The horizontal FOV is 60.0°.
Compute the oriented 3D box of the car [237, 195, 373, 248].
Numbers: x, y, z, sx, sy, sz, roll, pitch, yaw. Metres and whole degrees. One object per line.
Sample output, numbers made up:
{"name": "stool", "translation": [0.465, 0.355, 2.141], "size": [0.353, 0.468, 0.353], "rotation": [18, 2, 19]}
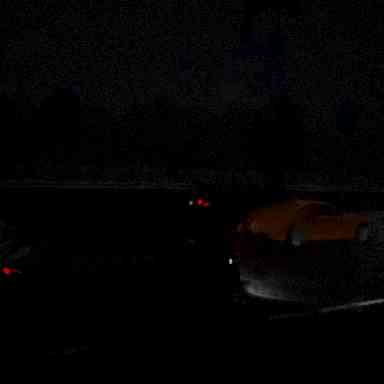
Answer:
{"name": "car", "translation": [4.412, 1.037, 12.316], "size": [5.008, 1.535, 1.882], "rotation": [1, 3, -22]}

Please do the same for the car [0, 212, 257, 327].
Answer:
{"name": "car", "translation": [-1.197, 1.261, 6.224], "size": [4.181, 1.385, 1.994], "rotation": [0, 3, -22]}

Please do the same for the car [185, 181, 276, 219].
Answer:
{"name": "car", "translation": [2.422, 0.576, 15.259], "size": [5.566, 2.045, 2.150], "rotation": [1, 3, -22]}

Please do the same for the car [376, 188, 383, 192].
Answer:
{"name": "car", "translation": [29.473, -0.174, 49.157], "size": [4.553, 1.767, 2.097], "rotation": [1, 3, -22]}
